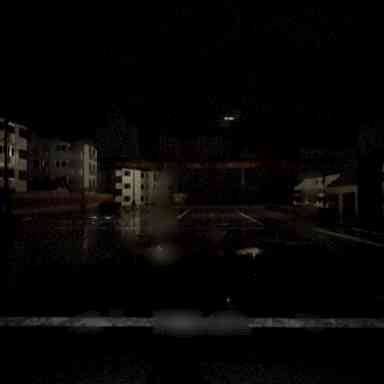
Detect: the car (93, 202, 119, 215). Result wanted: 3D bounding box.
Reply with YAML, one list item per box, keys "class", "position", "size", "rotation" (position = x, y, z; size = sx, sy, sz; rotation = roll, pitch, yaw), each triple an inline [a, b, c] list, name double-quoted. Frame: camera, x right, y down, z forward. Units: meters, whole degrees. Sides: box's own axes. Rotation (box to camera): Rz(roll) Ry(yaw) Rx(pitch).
- class: "car"
  position: [-9.905, 1.862, 38.768]
  size: [1.882, 1.535, 5.008]
  rotation: [0, 0, 3]

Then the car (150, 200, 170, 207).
- class: "car"
  position: [-6.165, 2.127, 64.422]
  size: [1.895, 1.301, 4.718]
  rotation: [0, -1, 27]
